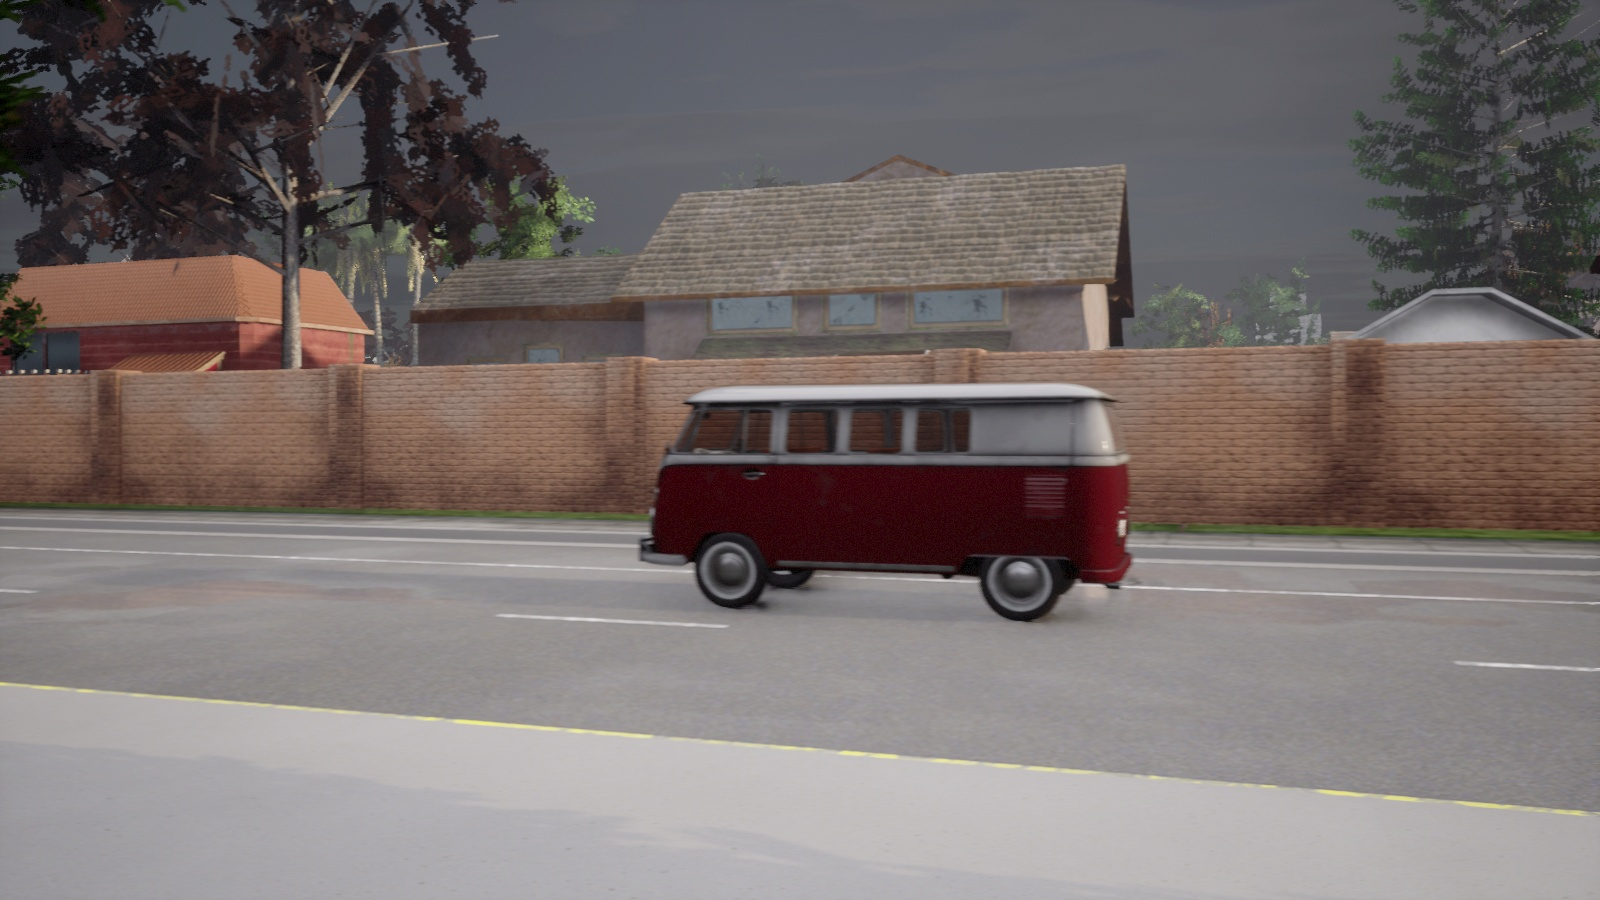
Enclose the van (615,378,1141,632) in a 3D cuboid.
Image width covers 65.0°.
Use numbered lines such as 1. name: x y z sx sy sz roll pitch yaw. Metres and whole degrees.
1. van: 0.729 0.400 11.384 4.442 1.987 1.775 1 1 19
